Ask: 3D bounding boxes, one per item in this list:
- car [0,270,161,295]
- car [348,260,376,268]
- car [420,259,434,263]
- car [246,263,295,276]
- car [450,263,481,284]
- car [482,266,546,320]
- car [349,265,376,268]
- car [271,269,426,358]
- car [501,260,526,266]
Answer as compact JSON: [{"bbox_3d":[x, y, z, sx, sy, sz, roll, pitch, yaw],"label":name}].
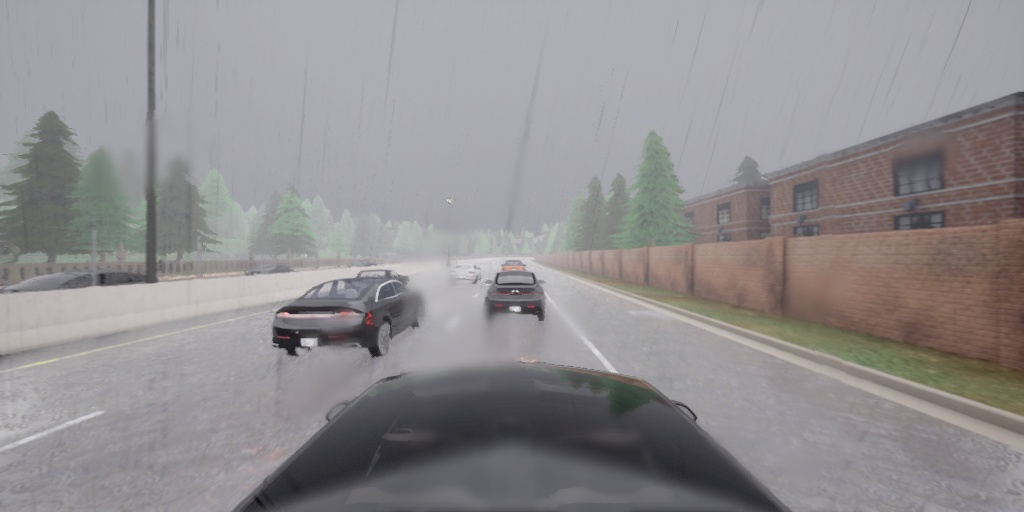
[{"bbox_3d":[-14.089,1.246,11.507,1.837,1.490,4.892,0,0,0],"label":"car"},{"bbox_3d":[-17.502,1.228,41.932,2.128,1.511,4.902,0,0,1],"label":"car"},{"bbox_3d":[-13.984,1.214,59.380,1.882,1.535,5.008,0,0,0],"label":"car"},{"bbox_3d":[-21.045,1.299,31.410,1.994,1.385,4.181,0,0,0],"label":"car"},{"bbox_3d":[-3.382,1.270,26.818,1.812,1.442,4.674,0,0,0],"label":"car"},{"bbox_3d":[0.111,1.253,12.562,1.837,1.490,4.892,0,0,0],"label":"car"},{"bbox_3d":[-6.879,1.345,18.908,1.895,1.301,4.718,0,0,0],"label":"car"},{"bbox_3d":[-3.397,1.239,8.461,2.128,1.511,4.902,0,0,0],"label":"car"},{"bbox_3d":[0.137,1.098,30.541,2.097,1.767,4.553,0,0,0],"label":"car"}]
